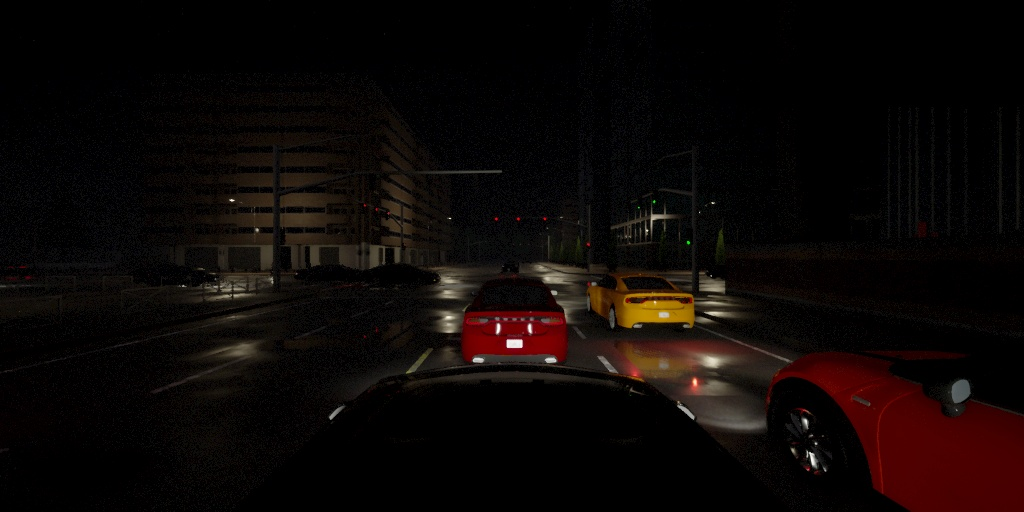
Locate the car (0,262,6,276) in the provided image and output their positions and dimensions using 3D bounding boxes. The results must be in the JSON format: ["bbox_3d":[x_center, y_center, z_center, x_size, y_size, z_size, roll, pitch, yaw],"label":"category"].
[{"bbox_3d":[-38.109,1.157,24.220,4.553,1.767,2.097,0,0,0],"label":"car"}]

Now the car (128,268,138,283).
[{"bbox_3d":[-26.771,1.332,27.674,4.674,1.442,1.812,1,0,0],"label":"car"}]

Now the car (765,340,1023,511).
[{"bbox_3d":[3.600,1.102,1.733,2.097,1.767,4.553,0,0,0],"label":"car"}]

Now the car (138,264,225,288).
[{"bbox_3d":[-21.911,1.369,24.146,4.181,1.385,1.994,0,0,0],"label":"car"}]

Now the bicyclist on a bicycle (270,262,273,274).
[{"bbox_3d":[-25.527,1.106,38.644,0.582,1.620,1.656,0,0,0],"label":"bicyclist on a bicycle"}]

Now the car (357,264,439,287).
[{"bbox_3d":[-7.381,1.280,24.089,4.892,1.490,1.837,0,0,0],"label":"car"}]

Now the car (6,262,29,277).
[{"bbox_3d":[-50.339,1.297,34.913,4.902,1.511,2.128,0,0,1],"label":"car"}]

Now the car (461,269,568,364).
[{"bbox_3d":[0.061,1.228,8.105,1.882,1.535,5.008,0,0,0],"label":"car"}]

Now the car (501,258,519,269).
[{"bbox_3d":[-0.220,1.279,41.908,1.812,1.442,4.674,0,0,3],"label":"car"}]

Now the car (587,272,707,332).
[{"bbox_3d":[3.580,1.228,10.879,1.882,1.535,5.008,0,0,0],"label":"car"}]

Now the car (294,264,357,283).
[{"bbox_3d":[-13.766,1.347,27.755,5.357,1.411,2.033,0,0,-2],"label":"car"}]

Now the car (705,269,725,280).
[{"bbox_3d":[19.530,1.406,31.180,4.718,1.301,1.895,0,0,0],"label":"car"}]
